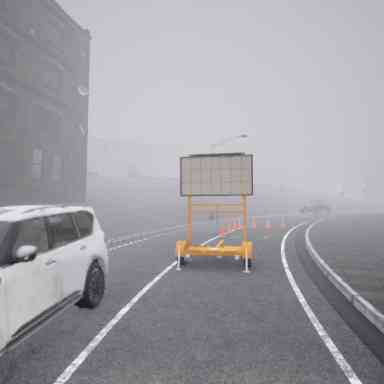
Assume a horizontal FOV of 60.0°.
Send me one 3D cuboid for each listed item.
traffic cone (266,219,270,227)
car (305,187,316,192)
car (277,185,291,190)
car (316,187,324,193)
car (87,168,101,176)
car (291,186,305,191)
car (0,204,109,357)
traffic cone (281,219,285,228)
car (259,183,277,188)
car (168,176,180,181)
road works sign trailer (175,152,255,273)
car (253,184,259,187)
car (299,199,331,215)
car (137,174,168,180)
[{"bbox_3d":[5.297,2.166,23.161,0.340,0.580,0.340,-2,-1,17],"label":"traffic cone"},{"bbox_3d":[28.268,-0.375,83.549,4.553,1.767,2.185,4,-6,-41],"label":"car"},{"bbox_3d":[19.895,-0.794,76.338,4.674,1.452,2.002,4,-6,-39],"label":"car"},{"bbox_3d":[32.408,-0.164,87.332,5.566,2.045,2.435,5,-6,-42],"label":"car"},{"bbox_3d":[-16.333,-2.839,50.930,4.553,1.767,2.185,2,-5,-33],"label":"car"},{"bbox_3d":[24.041,-0.559,79.824,4.892,1.521,2.231,4,-6,-40],"label":"car"},{"bbox_3d":[-3.116,1.261,5.178,2.150,2.045,5.566,-1,-1,6],"label":"car"},{"bbox_3d":[6.251,2.136,22.871,0.340,0.580,0.340,-2,-1,17],"label":"traffic cone"},{"bbox_3d":[15.599,-1.073,72.884,4.792,1.488,2.163,3,-6,-38],"label":"car"},{"bbox_3d":[-2.505,-2.113,59.832,4.892,1.521,2.231,3,-5,-33],"label":"car"},{"bbox_3d":[0.841,0.530,11.043,2.380,3.560,2.880,-1,-1,12],"label":"road works sign trailer"},{"bbox_3d":[11.072,-1.500,69.397,4.553,1.767,2.185,3,-6,-36],"label":"car"},{"bbox_3d":[16.327,1.952,43.921,5.566,2.045,2.150,1,-4,-42],"label":"car"},{"bbox_3d":[-7.138,-2.323,56.840,4.892,1.521,2.231,2,-5,-33],"label":"car"}]
